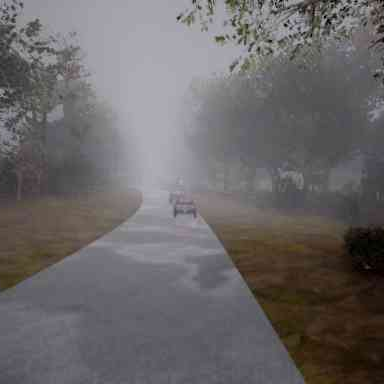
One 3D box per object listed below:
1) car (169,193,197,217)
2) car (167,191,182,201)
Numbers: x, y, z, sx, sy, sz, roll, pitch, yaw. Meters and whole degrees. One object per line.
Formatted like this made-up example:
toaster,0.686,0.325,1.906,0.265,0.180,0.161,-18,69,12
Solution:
car,-0.650,1.193,27.693,2.128,1.511,4.902,1,2,-4
car,-2.049,0.590,42.273,1.837,1.490,4.892,1,3,-7
